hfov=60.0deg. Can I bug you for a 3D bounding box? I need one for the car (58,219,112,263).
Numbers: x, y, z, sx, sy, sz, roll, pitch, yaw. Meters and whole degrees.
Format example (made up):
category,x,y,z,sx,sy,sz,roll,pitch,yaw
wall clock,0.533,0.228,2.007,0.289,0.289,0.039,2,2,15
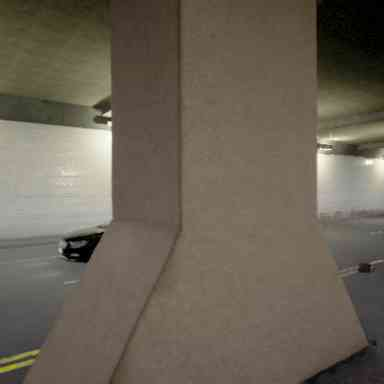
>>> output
category,x,y,z,sx,sy,sz,roll,pitch,yaw
car,-1.880,1.451,11.241,4.902,1.511,2.128,-1,0,-35
